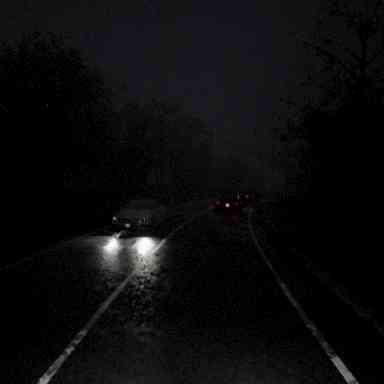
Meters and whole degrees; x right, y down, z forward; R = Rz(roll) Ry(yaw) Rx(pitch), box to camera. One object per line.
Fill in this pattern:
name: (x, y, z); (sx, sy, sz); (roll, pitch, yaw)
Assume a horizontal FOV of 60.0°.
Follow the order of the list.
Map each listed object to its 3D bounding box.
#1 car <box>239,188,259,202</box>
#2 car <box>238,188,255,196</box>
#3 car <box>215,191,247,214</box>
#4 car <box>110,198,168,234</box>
car: (7.054, 0.447, 40.821); (1.994, 1.385, 4.181); (2, 2, 18)
car: (9.515, -0.042, 57.603); (1.895, 1.301, 4.718); (3, 2, 23)
car: (2.894, 0.853, 25.458); (1.994, 1.385, 4.181); (1, 2, 11)
car: (-2.398, 1.046, 16.205); (1.812, 1.442, 4.674); (1, 2, 8)
